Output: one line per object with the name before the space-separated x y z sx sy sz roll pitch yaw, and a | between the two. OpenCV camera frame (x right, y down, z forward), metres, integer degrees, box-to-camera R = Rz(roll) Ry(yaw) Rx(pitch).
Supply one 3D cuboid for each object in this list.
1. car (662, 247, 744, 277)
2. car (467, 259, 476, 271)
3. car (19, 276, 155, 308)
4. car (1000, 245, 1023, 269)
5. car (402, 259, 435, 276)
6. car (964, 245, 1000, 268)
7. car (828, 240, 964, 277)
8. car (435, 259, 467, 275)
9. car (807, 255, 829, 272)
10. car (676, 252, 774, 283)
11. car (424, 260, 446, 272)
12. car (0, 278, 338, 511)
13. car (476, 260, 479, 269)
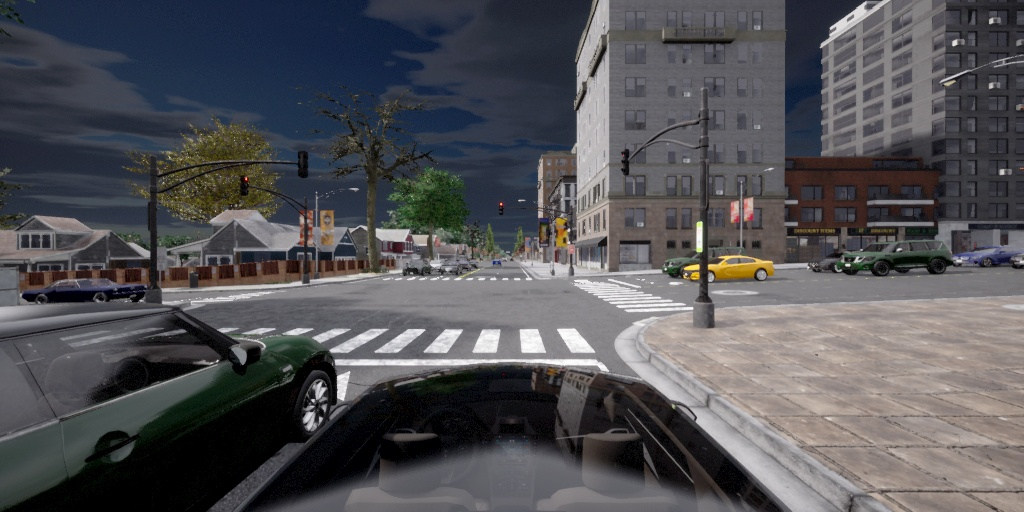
car | 13.445 0.459 24.970 5.566 2.045 2.150 -2 0 0
car | -6.619 1.335 49.275 2.033 1.411 5.357 0 0 0
car | -21.623 1.806 18.381 4.718 1.301 1.895 -2 0 0
car | 33.374 0.023 21.778 4.674 1.442 1.812 -2 0 0
car | -9.861 1.120 37.480 2.097 1.767 4.553 0 0 0
car | 33.544 0.007 25.031 4.674 1.442 1.812 -2 0 0
car | 23.122 0.099 21.752 5.566 2.045 2.150 -2 0 0
car | -6.610 1.262 39.557 2.128 1.511 4.902 0 0 0
car | 23.412 0.361 25.004 4.892 1.490 1.837 -2 0 0
car | 13.026 0.741 21.721 5.008 1.535 1.882 -2 0 -1
car | -9.868 1.307 46.463 1.812 1.442 4.674 0 0 0
car | -3.151 1.102 2.490 2.097 1.767 4.553 0 0 0
car | -6.613 1.321 59.621 1.837 1.490 4.892 0 0 0
